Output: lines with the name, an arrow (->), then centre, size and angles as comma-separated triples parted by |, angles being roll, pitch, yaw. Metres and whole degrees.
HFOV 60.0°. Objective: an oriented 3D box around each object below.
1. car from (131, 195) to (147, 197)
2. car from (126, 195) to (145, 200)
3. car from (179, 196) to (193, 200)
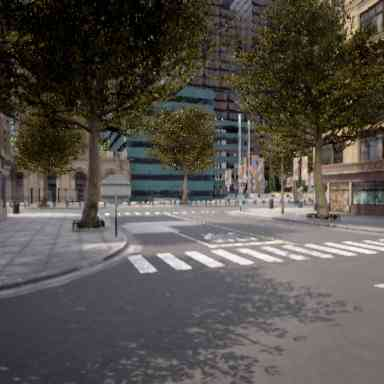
car -> -11.183, 1.375, 75.461 | 4.786, 1.482, 2.161 | 0, 0, -19
car -> -14.642, 1.424, 86.541 | 4.718, 1.301, 1.895 | 0, 0, -19
car -> -1.044, 1.284, 83.396 | 4.674, 1.452, 2.002 | 0, 0, -19
